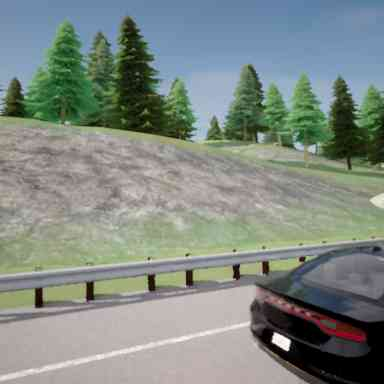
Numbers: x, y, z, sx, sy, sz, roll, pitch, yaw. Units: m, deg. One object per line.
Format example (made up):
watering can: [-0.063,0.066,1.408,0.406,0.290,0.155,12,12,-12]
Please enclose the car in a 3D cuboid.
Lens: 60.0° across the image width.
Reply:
car: [3.168,1.493,4.762,5.008,1.535,1.882,0,0,-27]
